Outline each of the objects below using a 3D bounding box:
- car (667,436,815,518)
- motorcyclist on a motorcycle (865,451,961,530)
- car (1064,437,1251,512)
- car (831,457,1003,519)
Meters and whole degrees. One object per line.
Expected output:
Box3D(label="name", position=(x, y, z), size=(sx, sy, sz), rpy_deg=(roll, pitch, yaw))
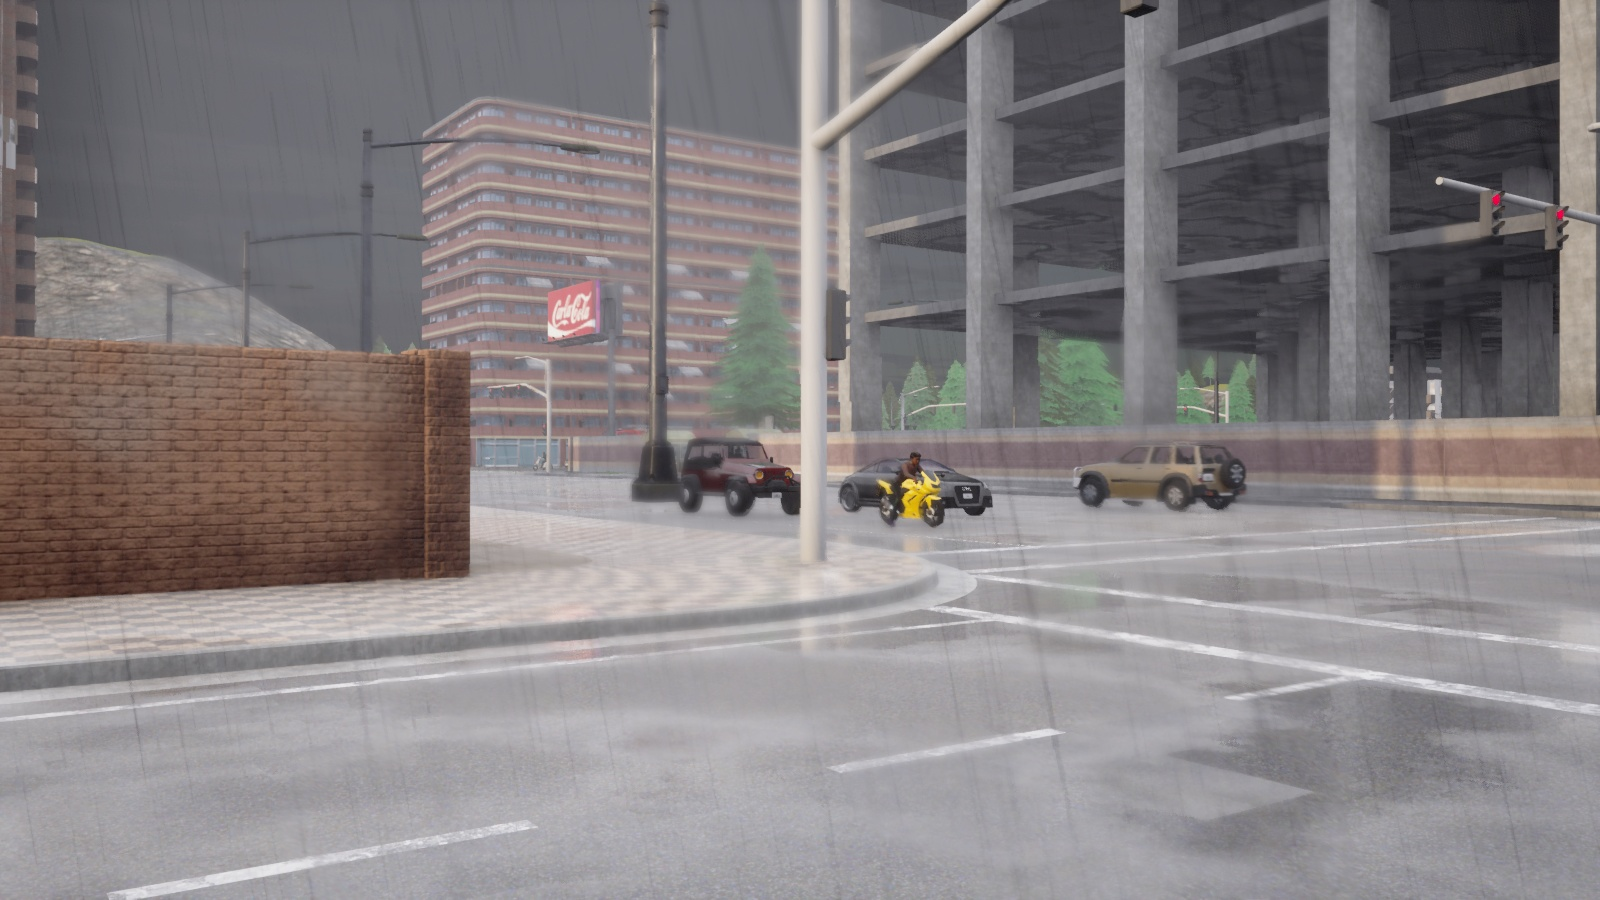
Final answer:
Box3D(label="car", position=(-1.511, 0.619, 30.884), size=(1.905, 1.878, 3.866), rpy_deg=(0, 0, -34))
Box3D(label="motorcyclist on a motorcycle", position=(2.260, 0.784, 25.376), size=(0.797, 1.523, 2.044), rpy_deg=(0, 0, -35))
Box3D(label="car", position=(9.435, 0.623, 33.478), size=(1.932, 1.855, 4.605), rpy_deg=(0, 0, -34))
Box3D(label="car", position=(2.787, 0.878, 30.800), size=(1.994, 1.385, 4.181), rpy_deg=(0, 0, -34))
